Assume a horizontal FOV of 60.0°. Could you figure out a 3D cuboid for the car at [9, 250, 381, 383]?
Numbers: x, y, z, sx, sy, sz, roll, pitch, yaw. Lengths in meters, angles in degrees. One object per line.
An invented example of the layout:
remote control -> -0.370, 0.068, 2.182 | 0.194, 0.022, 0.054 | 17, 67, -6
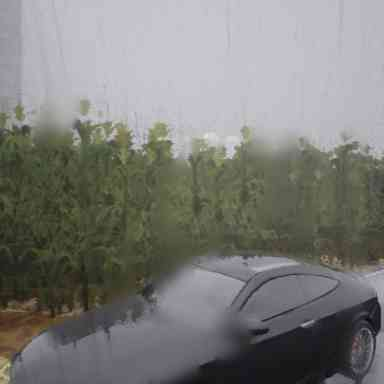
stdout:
car -> 0.463, 1.514, 3.948 | 4.674, 1.442, 1.812 | 0, 0, -35
